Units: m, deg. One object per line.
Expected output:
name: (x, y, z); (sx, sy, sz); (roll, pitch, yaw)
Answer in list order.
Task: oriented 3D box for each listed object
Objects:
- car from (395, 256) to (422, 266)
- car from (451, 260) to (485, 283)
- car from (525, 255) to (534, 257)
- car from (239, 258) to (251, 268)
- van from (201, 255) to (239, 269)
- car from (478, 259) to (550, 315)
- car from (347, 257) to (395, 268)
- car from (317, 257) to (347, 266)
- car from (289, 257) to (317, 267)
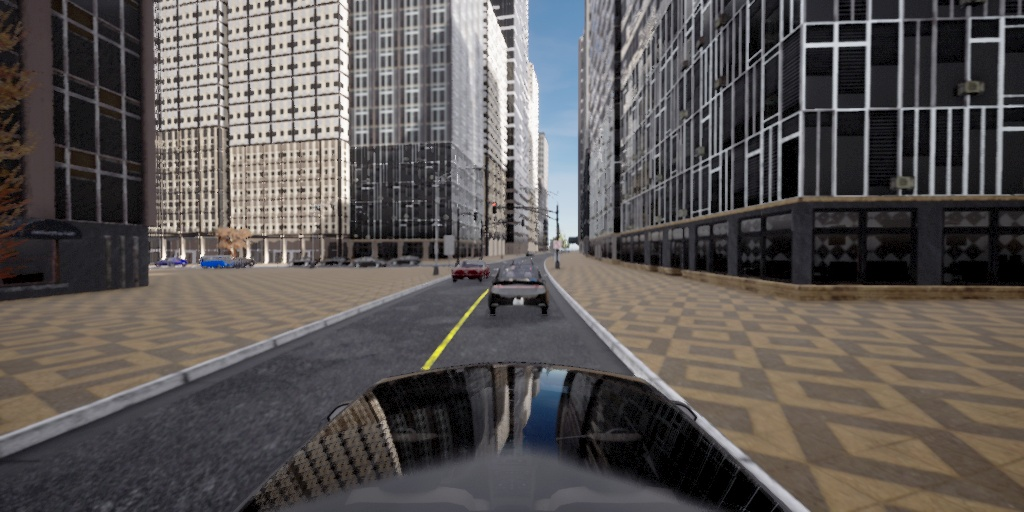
car: (-14.879, 0.624, 50.566); (4.403, 1.370, 2.007); (0, 0, 12)
car: (-2.552, 0.933, 22.910); (1.895, 1.301, 4.718); (0, 1, 3)
car: (0.823, 0.847, 27.141); (1.895, 1.301, 4.718); (0, 1, 3)
car: (-39.411, 1.005, 49.924); (4.674, 1.442, 1.812); (-1, 1, 13)
van: (-38.630, 0.841, 47.067); (3.998, 1.789, 1.690); (0, 0, 12)
car: (0.248, 1.033, 12.439); (2.128, 1.511, 4.902); (0, 1, 2)
car: (-16.626, 0.749, 42.371); (4.403, 1.370, 2.007); (0, 0, 12)
car: (-25.881, 0.789, 52.915); (4.313, 1.339, 1.948); (0, 0, 12)
car: (-31.381, 0.865, 54.089); (4.313, 1.339, 1.948); (0, 0, 12)
